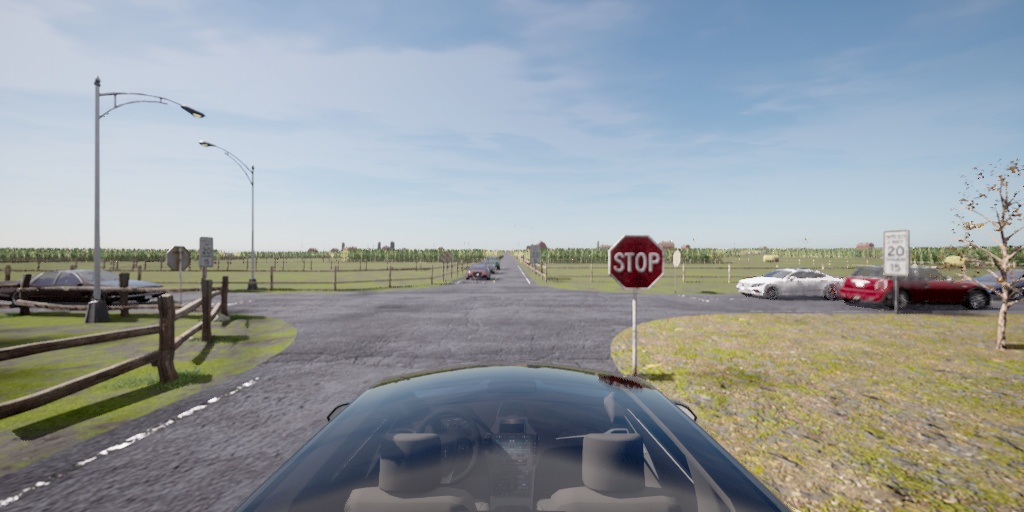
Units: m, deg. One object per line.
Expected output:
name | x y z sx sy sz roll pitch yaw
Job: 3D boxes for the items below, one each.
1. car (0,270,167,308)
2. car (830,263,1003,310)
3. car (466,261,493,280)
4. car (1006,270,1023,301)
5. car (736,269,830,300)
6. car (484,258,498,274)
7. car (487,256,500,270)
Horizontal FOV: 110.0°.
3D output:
car | -17.411 1.279 14.534 5.357 1.411 2.033 0 0 0
car | 16.324 1.186 14.665 4.553 1.767 2.097 0 0 0
car | -2.895 1.362 31.343 1.994 1.385 4.181 0 0 -2
car | 24.995 1.401 17.664 5.357 1.411 2.033 0 0 0
car | 13.619 1.346 17.607 4.674 1.442 1.812 0 0 -1
car | -2.920 1.306 41.662 1.837 1.490 4.892 0 0 0
car | -2.920 1.017 53.329 2.150 2.045 5.566 0 0 0
